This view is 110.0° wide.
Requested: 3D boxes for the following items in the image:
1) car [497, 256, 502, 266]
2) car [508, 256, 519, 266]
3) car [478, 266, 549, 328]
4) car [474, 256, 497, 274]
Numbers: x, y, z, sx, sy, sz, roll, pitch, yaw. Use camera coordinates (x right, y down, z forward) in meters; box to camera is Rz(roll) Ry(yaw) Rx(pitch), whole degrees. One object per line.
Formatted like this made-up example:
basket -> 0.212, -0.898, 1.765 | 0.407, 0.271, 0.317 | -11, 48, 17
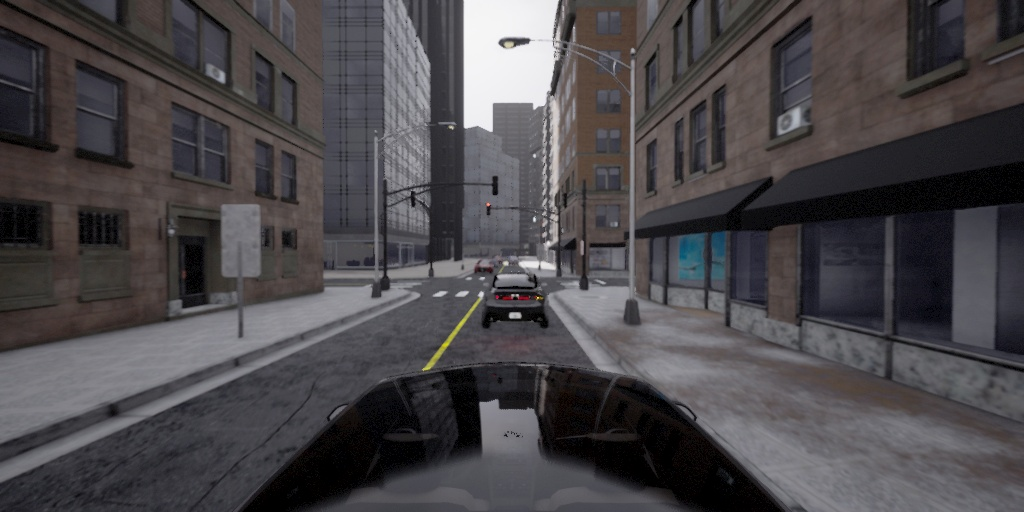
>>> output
car -> -2.947, 1.059, 53.779 | 2.033, 1.411, 5.357 | 0, 1, 1
car -> 0.236, 0.947, 62.783 | 2.033, 1.411, 5.357 | 0, 1, 0
car -> 0.100, 1.246, 11.398 | 1.837, 1.490, 4.892 | 0, 0, 0
car -> -3.009, 1.126, 39.149 | 1.882, 1.535, 5.008 | 0, 1, 1
